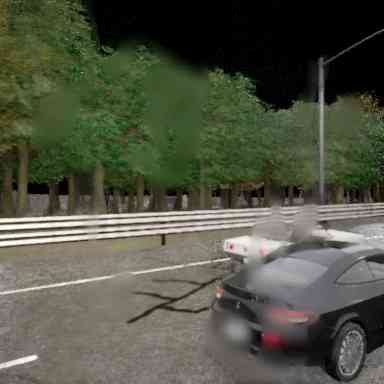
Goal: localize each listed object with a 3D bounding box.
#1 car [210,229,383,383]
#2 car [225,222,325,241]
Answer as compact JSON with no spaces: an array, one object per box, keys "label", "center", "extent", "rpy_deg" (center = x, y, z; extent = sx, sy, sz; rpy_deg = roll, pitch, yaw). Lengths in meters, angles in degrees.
[{"label":"car","center":[2.424,1.524,5.388],"extent":[4.674,1.442,1.812],"rpy_deg":[0,0,-35]},{"label":"car","center":[3.349,1.591,10.274],"extent":[4.718,1.301,1.895],"rpy_deg":[0,0,-34]}]
